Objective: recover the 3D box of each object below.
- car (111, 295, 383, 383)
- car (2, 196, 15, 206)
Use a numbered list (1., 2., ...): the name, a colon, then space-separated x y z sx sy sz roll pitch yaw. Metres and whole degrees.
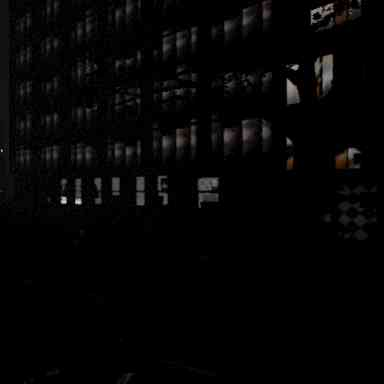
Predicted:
1. car: 1.212 1.439 2.017 4.097 1.590 1.967 1 0 36
2. car: -23.782 1.250 45.712 1.802 1.307 4.206 0 0 37
